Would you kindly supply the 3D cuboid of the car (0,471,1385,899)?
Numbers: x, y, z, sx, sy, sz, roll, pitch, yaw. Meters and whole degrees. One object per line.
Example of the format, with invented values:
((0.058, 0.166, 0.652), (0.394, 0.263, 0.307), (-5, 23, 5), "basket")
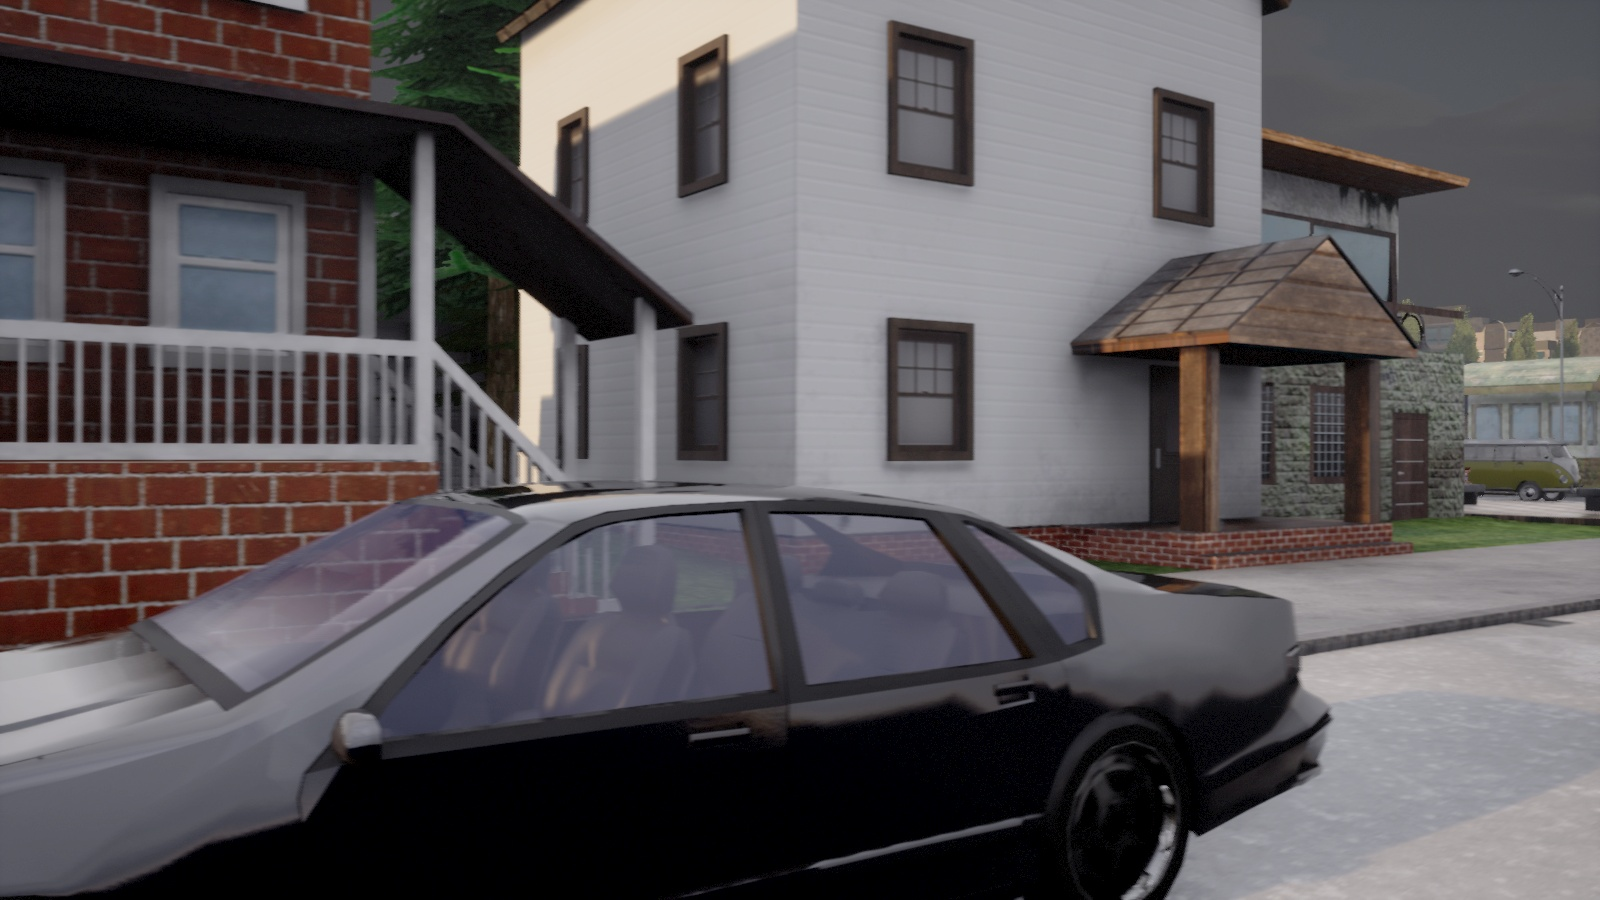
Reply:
((-0.695, 0.803, 3.784), (5.357, 1.411, 2.033), (0, 0, -35), "car")

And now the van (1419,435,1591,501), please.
((22.409, 0.548, 40.081), (1.775, 1.987, 4.442), (0, 0, -35), "van")
